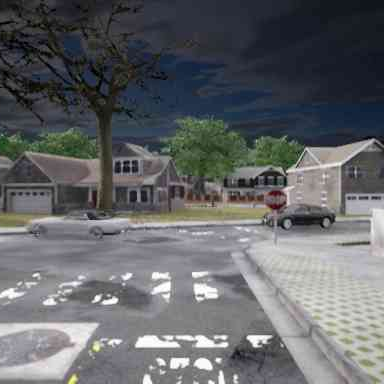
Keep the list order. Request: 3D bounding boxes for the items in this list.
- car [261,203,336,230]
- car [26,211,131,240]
[{"bbox_3d":[6.738,1.505,21.023,4.892,1.490,1.837,0,0,-20],"label":"car"},{"bbox_3d":[-5.512,1.556,16.206,4.718,1.301,1.895,0,0,11],"label":"car"}]
